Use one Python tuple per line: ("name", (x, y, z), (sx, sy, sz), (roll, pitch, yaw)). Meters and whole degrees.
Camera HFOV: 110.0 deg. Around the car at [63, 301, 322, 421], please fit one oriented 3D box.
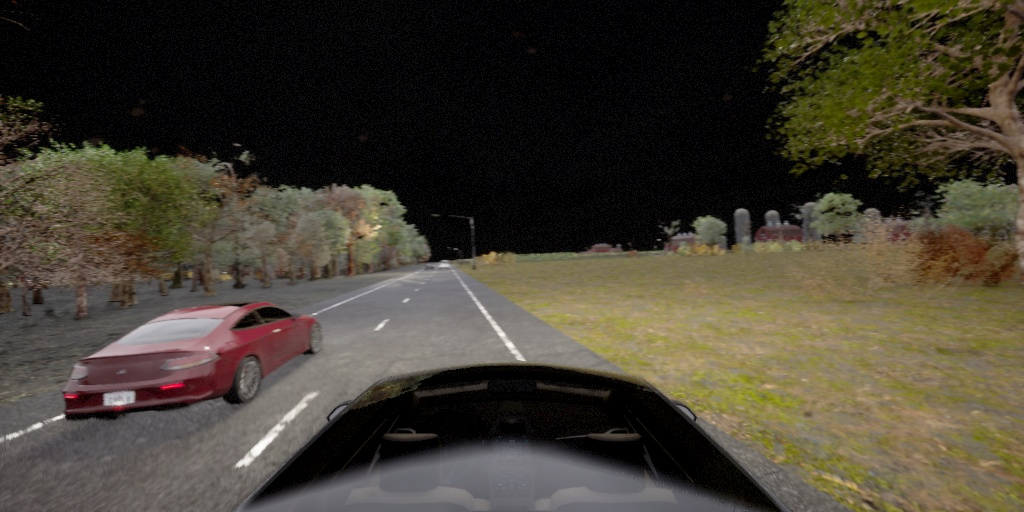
("car", (-5.107, 1.562, 6.536), (1.812, 1.442, 4.674), (-3, 0, -10))
